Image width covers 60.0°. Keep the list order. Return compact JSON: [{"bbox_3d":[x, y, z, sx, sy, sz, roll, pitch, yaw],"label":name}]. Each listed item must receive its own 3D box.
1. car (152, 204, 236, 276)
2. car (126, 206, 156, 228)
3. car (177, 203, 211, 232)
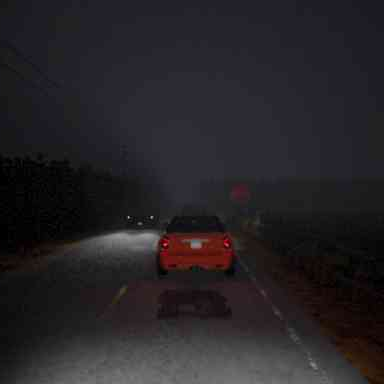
[{"bbox_3d":[0.106,1.372,10.592,2.097,1.767,4.553,0,0,0],"label":"car"},{"bbox_3d":[-3.187,1.641,22.648,1.895,1.301,4.718,0,0,0],"label":"car"},{"bbox_3d":[0.103,1.517,21.319,1.882,1.535,5.008,0,0,0],"label":"car"}]
